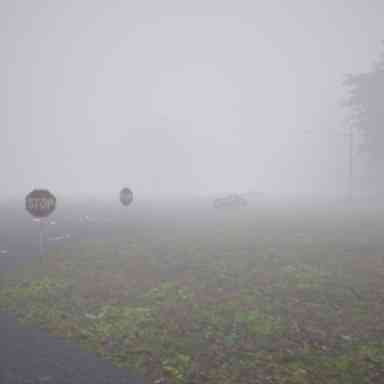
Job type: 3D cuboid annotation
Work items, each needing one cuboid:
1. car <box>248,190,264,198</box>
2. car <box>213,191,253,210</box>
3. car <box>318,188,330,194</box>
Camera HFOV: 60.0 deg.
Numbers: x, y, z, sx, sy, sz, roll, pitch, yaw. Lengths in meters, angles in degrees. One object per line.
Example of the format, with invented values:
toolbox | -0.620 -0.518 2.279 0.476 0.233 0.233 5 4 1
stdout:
car | 9.409 0.300 51.949 1.895 1.301 4.718 3 3 36
car | 3.722 0.892 32.021 1.812 1.442 4.674 3 3 36
car | 34.520 -0.421 86.955 1.882 1.535 5.008 3 2 36
